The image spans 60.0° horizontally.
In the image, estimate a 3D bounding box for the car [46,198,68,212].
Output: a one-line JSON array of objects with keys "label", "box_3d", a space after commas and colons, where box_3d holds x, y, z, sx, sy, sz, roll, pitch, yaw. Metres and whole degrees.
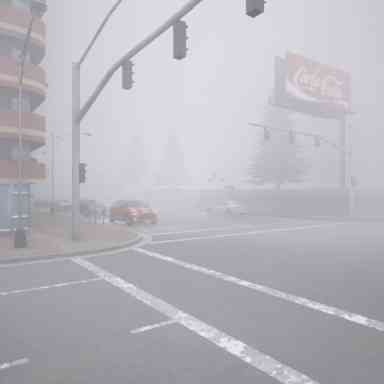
[{"label": "car", "box_3d": [-15.278, 1.478, 39.136, 1.882, 1.535, 5.008, 0, 0, -36]}]

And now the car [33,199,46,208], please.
[{"label": "car", "box_3d": [-21.215, 1.601, 47.397, 1.895, 1.301, 4.718, 0, 0, -35]}]

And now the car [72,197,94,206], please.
[{"label": "car", "box_3d": [-18.182, 1.547, 55.400, 2.033, 1.411, 5.357, 0, 0, -36]}]

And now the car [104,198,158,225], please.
[{"label": "car", "box_3d": [-4.274, 1.352, 23.925, 2.097, 1.767, 4.553, 0, 0, -36]}]

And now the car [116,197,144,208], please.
[{"label": "car", "box_3d": [-9.233, 1.547, 49.009, 2.033, 1.411, 5.357, 0, 0, -36]}]

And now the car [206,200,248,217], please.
[{"label": "car", "box_3d": [3.299, 1.525, 31.626, 1.812, 1.442, 4.674, 0, 0, -35]}]

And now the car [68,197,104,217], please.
[{"label": "car", "box_3d": [-9.610, 1.491, 31.292, 2.128, 1.511, 4.902, 0, 0, -36]}]
